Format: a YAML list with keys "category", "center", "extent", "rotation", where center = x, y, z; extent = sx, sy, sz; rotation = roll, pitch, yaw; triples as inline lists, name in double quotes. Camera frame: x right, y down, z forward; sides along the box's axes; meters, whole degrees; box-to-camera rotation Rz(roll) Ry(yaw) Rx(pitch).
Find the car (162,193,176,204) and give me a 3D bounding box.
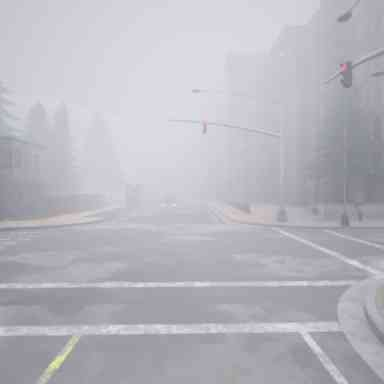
- category: "car"
  center: [-3.585, 0.917, 52.482]
  extent: [2.097, 1.767, 4.553]
  rotation: [0, 1, 0]
